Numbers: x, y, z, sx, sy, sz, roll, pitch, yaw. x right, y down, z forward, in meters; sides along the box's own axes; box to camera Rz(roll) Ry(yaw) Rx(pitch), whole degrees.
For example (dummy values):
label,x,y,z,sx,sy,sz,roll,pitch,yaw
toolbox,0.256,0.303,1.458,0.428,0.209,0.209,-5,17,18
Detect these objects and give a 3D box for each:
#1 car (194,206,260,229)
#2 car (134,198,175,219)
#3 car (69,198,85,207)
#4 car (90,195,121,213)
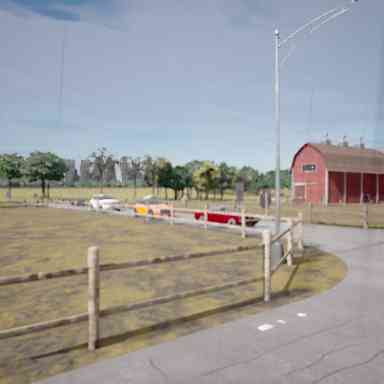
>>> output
label,x,y,z,sx,sy,sz,roll,pitch,yaw
car,2.237,1.612,22.003,1.895,1.301,4.718,-1,1,-36
car,-3.440,1.390,29.983,2.097,1.767,4.553,-1,0,-35
car,-20.462,1.803,59.152,1.837,1.490,4.892,-1,0,-35
car,-10.415,1.338,39.858,2.150,2.045,5.566,-1,0,-35
